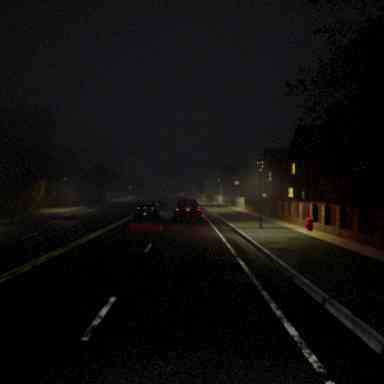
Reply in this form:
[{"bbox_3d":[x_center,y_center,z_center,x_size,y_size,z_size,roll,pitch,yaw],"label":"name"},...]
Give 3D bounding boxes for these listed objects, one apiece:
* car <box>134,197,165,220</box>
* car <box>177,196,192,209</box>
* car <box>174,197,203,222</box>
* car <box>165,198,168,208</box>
[{"bbox_3d":[-3.611,1.433,27.484,2.128,1.511,4.902,0,0,-2],"label":"car"},{"bbox_3d":[-1.084,1.375,45.240,1.882,1.535,5.008,0,1,-3],"label":"car"},{"bbox_3d":[-0.315,1.292,25.816,2.097,1.767,4.553,0,0,-1],"label":"car"},{"bbox_3d":[-4.366,1.380,45.829,1.882,1.535,5.008,0,0,-3],"label":"car"}]
